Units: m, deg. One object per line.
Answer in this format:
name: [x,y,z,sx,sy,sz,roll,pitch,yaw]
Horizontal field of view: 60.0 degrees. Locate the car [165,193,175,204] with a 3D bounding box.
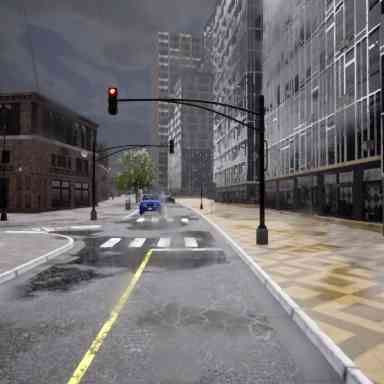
car: [-4.306,1.499,64.333,1.837,1.490,4.892,0,0,-8]

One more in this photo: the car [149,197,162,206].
car: [-6.044,1.556,54.911,1.994,1.385,4.181,0,0,-6]

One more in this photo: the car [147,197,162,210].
car: [-4.993,1.472,44.631,1.882,1.535,5.008,0,0,-6]

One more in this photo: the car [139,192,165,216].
car: [-4.088,1.222,33.504,2.150,2.045,5.566,0,0,-4]
